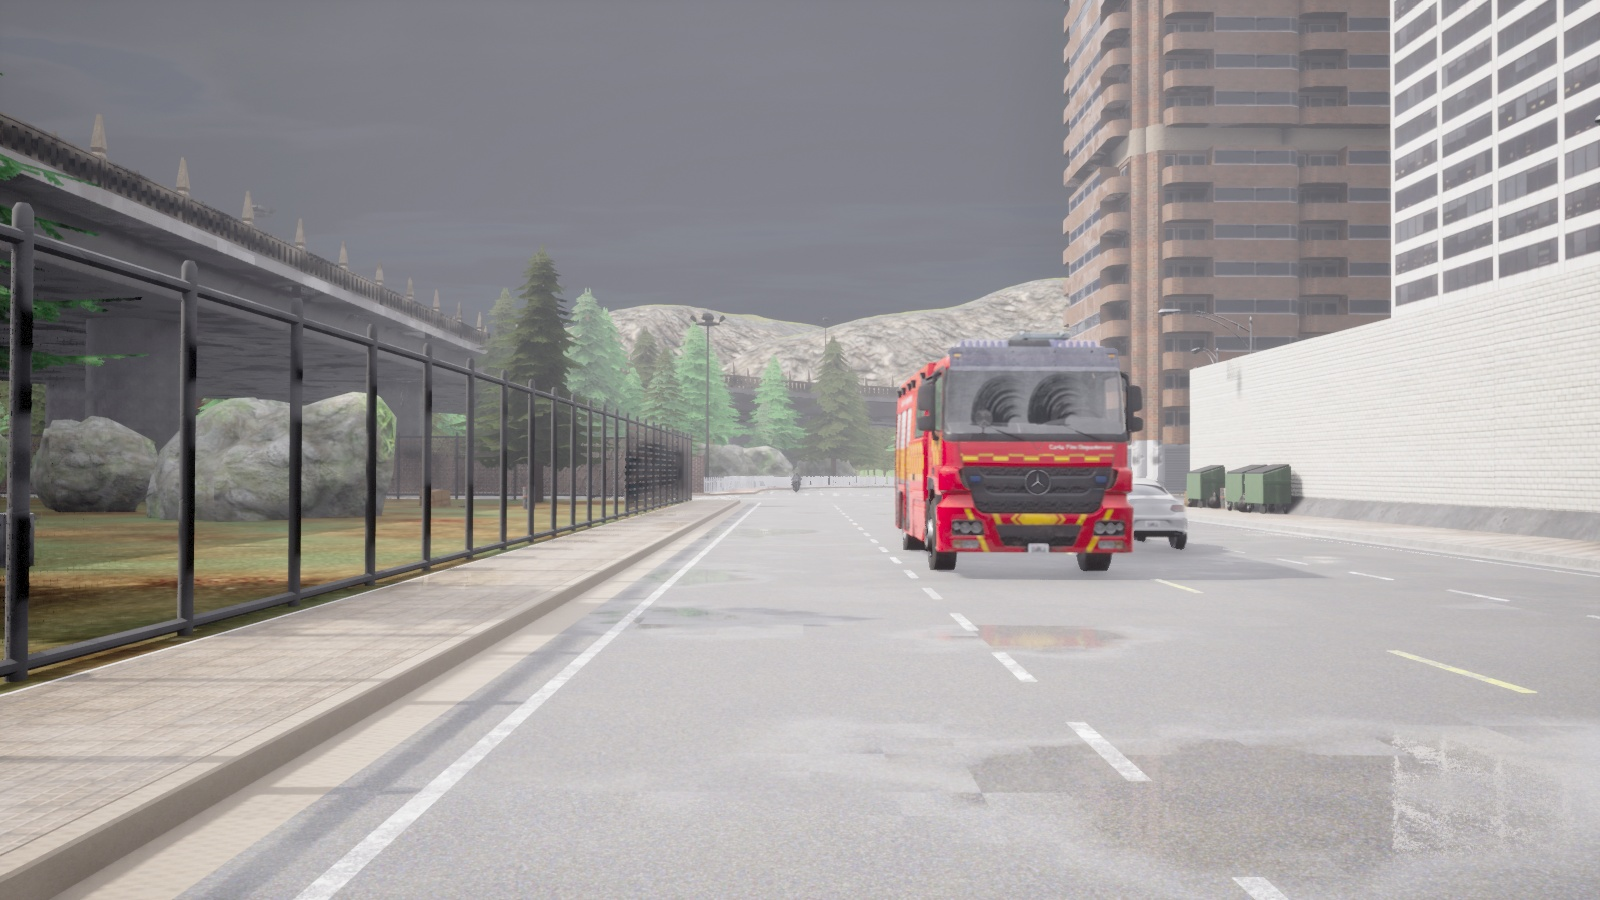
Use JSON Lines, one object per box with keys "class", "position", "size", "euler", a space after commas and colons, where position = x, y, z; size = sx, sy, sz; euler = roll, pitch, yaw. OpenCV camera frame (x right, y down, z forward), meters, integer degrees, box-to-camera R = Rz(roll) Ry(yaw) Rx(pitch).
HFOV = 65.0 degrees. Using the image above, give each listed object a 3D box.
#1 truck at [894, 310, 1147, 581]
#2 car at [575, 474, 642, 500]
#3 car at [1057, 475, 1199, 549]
{"class": "truck", "position": [3.433, 0.005, 21.997], "size": [2.891, 3.827, 8.468], "euler": [0, -1, 0]}
{"class": "car", "position": [-11.323, 2.176, 74.433], "size": [3.633, 1.501, 1.845], "euler": [0, -1, 1]}
{"class": "car", "position": [6.924, 1.265, 27.025], "size": [1.812, 1.442, 4.674], "euler": [0, -1, 0]}
